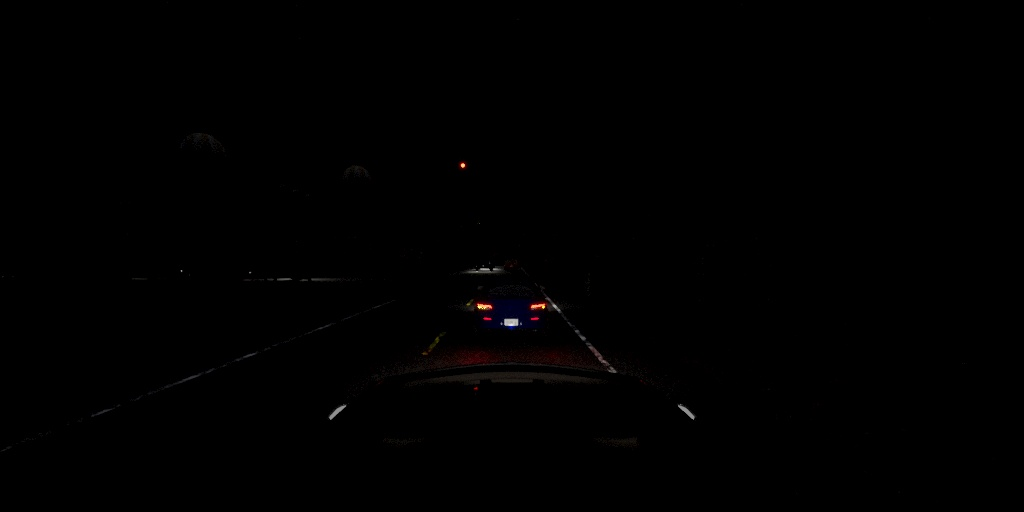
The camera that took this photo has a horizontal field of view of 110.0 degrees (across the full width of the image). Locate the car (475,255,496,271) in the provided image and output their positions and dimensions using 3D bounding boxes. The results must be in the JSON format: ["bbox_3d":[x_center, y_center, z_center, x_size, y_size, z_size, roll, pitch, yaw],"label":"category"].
[{"bbox_3d":[-3.770,0.934,49.782,2.150,2.045,5.566,0,0,0],"label":"car"}]

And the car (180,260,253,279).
[{"bbox_3d":[-23.216,1.038,28.342,4.902,1.511,2.128,1,0,-2],"label":"car"}]

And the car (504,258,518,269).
[{"bbox_3d":[-0.093,1.187,51.778,1.882,1.535,5.008,0,0,0],"label":"car"}]

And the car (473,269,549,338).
[{"bbox_3d":[-0.026,1.274,10.086,1.812,1.442,4.674,0,0,0],"label":"car"}]

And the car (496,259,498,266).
[{"bbox_3d":[-3.788,1.299,59.556,1.895,1.301,4.718,0,0,0],"label":"car"}]

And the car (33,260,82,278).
[{"bbox_3d":[-34.654,1.003,28.245,4.181,1.385,1.994,1,0,-1],"label":"car"}]
